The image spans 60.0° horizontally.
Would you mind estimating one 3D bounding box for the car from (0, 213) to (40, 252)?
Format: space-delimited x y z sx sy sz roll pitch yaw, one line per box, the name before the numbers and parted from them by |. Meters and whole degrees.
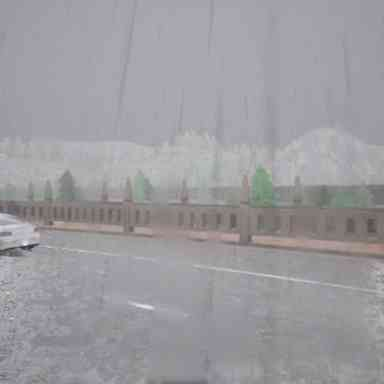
car | -7.622 1.483 12.201 4.674 1.442 1.812 0 0 28
